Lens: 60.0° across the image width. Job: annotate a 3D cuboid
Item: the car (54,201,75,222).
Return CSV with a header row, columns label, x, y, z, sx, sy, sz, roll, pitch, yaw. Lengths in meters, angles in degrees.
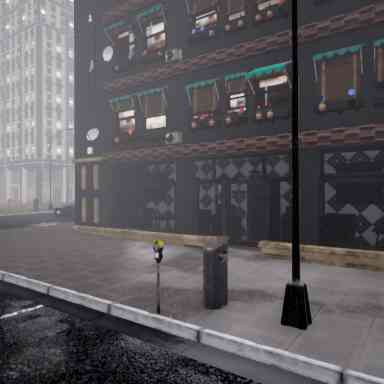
label,x,y,z,sx,sy,sz,roll,pitch,yaw
car,-7.266,1.279,22.770,1.947,1.339,4.313,1,1,35
